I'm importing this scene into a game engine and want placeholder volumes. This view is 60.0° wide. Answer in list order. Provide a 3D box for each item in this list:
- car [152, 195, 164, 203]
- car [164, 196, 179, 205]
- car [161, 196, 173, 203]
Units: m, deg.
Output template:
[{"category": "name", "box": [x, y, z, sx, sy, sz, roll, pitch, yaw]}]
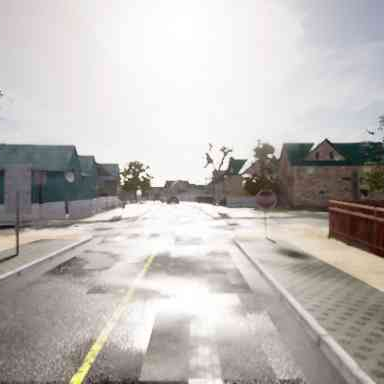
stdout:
[{"category": "car", "box": [-7.325, 1.373, 70.294, 1.837, 1.490, 4.892, 0, -1, -10]}, {"category": "car", "box": [-3.853, 1.574, 66.619, 2.097, 1.767, 4.553, 0, -1, -10]}, {"category": "car", "box": [-5.808, 1.721, 76.552, 1.882, 1.535, 5.008, 0, -1, -12]}]
